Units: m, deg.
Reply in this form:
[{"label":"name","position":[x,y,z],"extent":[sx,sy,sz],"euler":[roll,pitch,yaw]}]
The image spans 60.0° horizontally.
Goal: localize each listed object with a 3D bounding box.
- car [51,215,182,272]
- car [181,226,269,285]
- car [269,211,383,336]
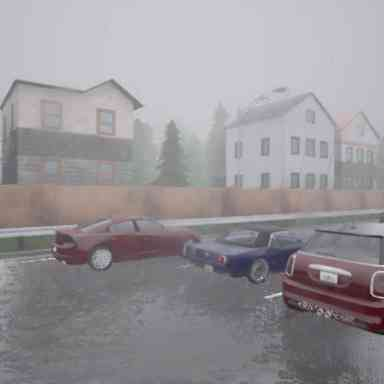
[{"label":"car","position":[-1.919,1.503,10.976],"extent":[5.008,1.535,1.882],"euler":[0,0,-36]},{"label":"car","position":[2.239,1.639,9.642],"extent":[4.718,1.301,1.895],"euler":[0,0,-35]},{"label":"car","position":[3.908,1.388,6.535],"extent":[4.553,1.767,2.097],"euler":[0,0,-35]}]
